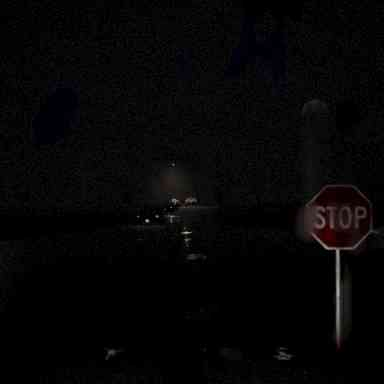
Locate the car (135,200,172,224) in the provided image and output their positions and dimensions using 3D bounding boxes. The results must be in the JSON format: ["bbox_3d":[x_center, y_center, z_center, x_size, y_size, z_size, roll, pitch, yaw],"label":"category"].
[{"bbox_3d":[-2.989,1.606,25.458,2.033,1.411,5.357,0,0,2],"label":"car"}]

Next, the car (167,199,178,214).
[{"bbox_3d":[-2.941,1.757,37.701,1.895,1.301,4.718,0,-1,0],"label":"car"}]

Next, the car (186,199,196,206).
[{"bbox_3d":[-0.186,2.149,71.188,2.033,1.411,5.357,0,-1,0],"label":"car"}]

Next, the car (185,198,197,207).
[{"bbox_3d":[-0.160,1.832,61.162,2.097,1.767,4.553,0,-1,0],"label":"car"}]

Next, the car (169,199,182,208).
[{"bbox_3d":[-2.930,2.005,58.546,1.994,1.385,4.181,0,-1,1],"label":"car"}]

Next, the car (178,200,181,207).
[{"bbox_3d":[-2.957,1.770,47.616,2.128,1.511,4.902,0,-1,0],"label":"car"}]
